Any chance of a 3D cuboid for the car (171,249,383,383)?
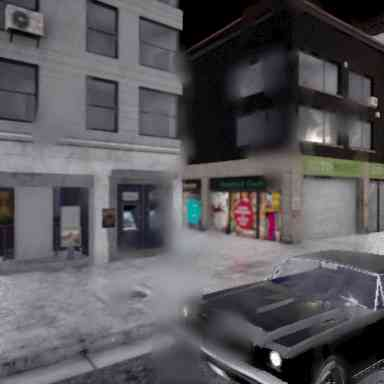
[{"bbox_3d":[2.080,1.620,4.869,4.718,1.301,1.895,0,0,-36],"label":"car"}]
